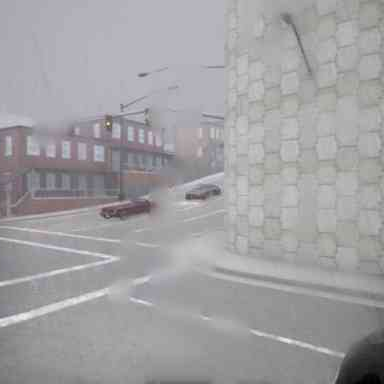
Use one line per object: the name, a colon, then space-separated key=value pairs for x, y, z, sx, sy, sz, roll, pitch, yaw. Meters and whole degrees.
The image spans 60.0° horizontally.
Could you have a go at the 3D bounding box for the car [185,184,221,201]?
car: x=1.106 y=-0.055 z=32.726 sx=1.994 sy=1.385 sz=4.181 roll=0 pitch=9 yaw=35

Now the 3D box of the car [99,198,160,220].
car: x=-4.560 y=1.172 z=24.728 sx=1.895 sy=1.301 sz=4.718 roll=0 pitch=5 yaw=35

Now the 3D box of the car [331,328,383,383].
car: x=3.308 y=1.493 z=1.604 sx=4.902 sy=1.511 sz=2.128 roll=0 pitch=0 yaw=36
